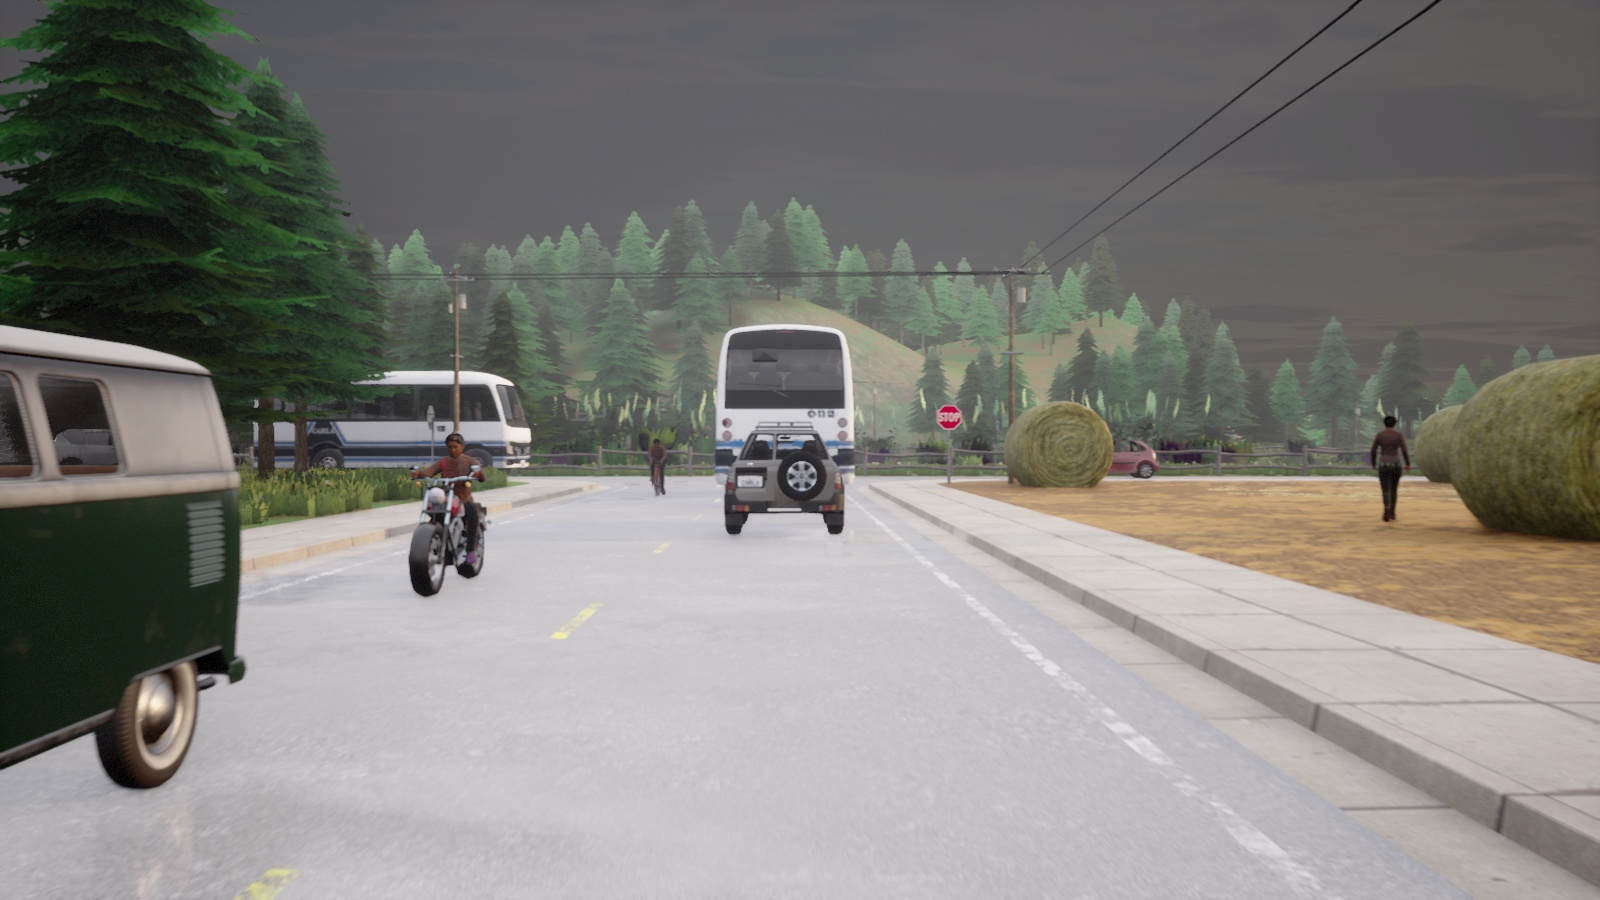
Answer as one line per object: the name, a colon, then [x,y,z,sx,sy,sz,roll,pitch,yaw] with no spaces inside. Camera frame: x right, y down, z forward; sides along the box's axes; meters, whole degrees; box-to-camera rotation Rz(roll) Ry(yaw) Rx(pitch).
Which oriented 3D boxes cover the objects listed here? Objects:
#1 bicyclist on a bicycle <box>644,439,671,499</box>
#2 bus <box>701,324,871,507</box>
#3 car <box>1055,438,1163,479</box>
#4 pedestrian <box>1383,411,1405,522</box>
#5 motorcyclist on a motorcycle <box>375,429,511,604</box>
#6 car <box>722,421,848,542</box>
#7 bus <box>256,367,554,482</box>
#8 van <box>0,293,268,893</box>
bicyclist on a bicycle: [-3.926,0.501,34.712,0.582,1.620,1.656,0,1,-1]
bus: [-0.383,-0.824,34.343,3.944,4.253,10.273,0,0,-1]
car: [12.530,0.330,51.138,3.988,1.617,1.851,0,0,2]
pedestrian: [9.872,0.269,20.862,0.328,1.805,0.869,0,0,26]
motorcyclist on a motorcycle: [-3.641,0.621,13.027,0.766,1.649,2.350,0,0,-1]
car: [-0.240,0.444,21.552,1.932,1.855,4.605,0,1,0]
bus: [-15.093,-0.949,48.659,10.273,4.253,3.944,0,0,2]
van: [-3.538,0.474,4.084,1.775,1.987,4.442,0,0,-1]
